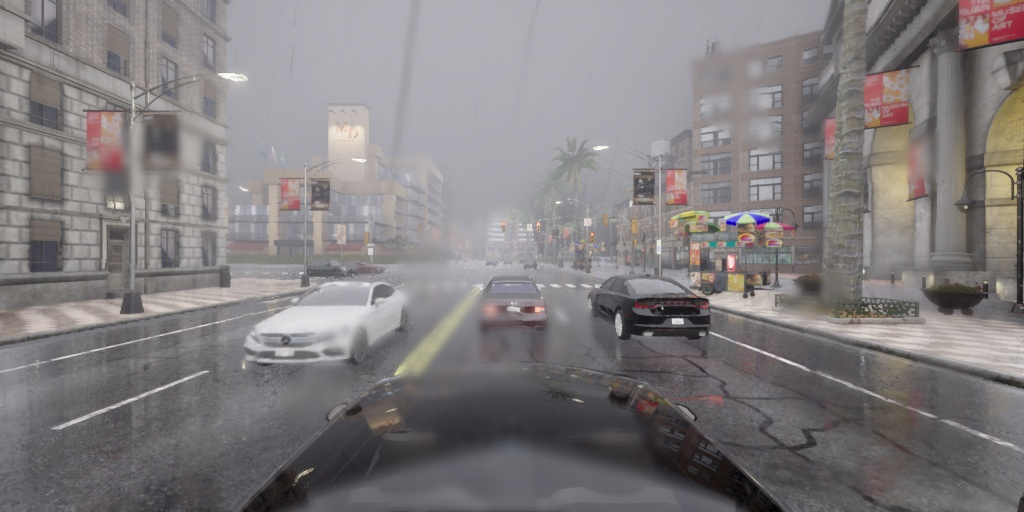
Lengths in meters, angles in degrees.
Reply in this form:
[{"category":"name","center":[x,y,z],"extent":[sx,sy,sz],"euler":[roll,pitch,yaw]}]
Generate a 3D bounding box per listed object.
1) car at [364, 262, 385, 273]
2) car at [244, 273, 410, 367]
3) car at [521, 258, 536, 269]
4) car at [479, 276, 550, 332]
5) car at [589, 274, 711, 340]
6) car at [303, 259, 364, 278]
[{"category":"car","center":[-15.526,1.275,36.767],"extent":[4.674,1.442,1.812],"euler":[0,0,-4]},{"category":"car","center":[-3.651,1.276,8.065],"extent":[1.812,1.442,4.674],"euler":[0,0,-1]},{"category":"car","center":[2.856,1.241,56.557],"extent":[2.128,1.511,4.902],"euler":[0,0,2]},{"category":"car","center":[-0.006,1.297,10.846],"extent":[2.033,1.411,5.357],"euler":[0,0,-2]},{"category":"car","center":[3.485,1.228,10.031],"extent":[1.882,1.535,5.008],"euler":[0,0,0]},{"category":"car","center":[-16.119,1.101,32.037],"extent":[4.553,1.767,2.097],"euler":[0,0,14]}]
